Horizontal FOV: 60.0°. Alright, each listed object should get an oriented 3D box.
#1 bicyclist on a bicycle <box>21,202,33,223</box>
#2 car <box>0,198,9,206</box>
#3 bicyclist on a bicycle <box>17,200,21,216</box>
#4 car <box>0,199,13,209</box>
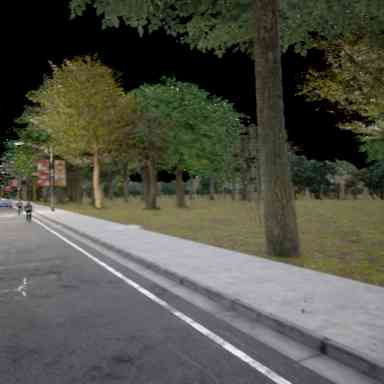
[{"bbox_3d":[-11.990,1.563,24.490,0.582,1.620,1.656,-1,0,-31],"label":"bicyclist on a bicycle"},{"bbox_3d":[-36.554,1.987,64.335,1.994,1.385,4.181,-1,0,-31],"label":"car"},{"bbox_3d":[-17.288,1.623,33.461,0.582,1.620,1.656,-1,0,-31],"label":"bicyclist on a bicycle"},{"bbox_3d":[-28.636,1.867,51.129,2.033,1.411,5.357,-1,0,-31],"label":"car"}]
